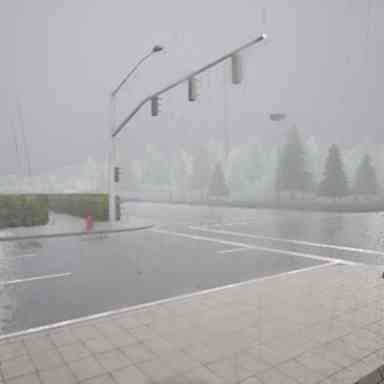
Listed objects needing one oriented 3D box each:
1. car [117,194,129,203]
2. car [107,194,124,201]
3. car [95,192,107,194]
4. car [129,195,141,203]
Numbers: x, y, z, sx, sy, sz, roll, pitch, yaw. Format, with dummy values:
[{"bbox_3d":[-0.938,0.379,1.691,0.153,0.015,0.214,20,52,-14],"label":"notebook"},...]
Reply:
[{"bbox_3d":[-14.611,1.545,64.700,1.895,1.301,4.718,0,0,-35],"label":"car"},{"bbox_3d":[-17.148,1.294,74.556,2.128,1.511,4.902,0,0,-35],"label":"car"},{"bbox_3d":[-20.048,1.002,72.596,2.150,2.045,5.566,0,0,-35],"label":"car"},{"bbox_3d":[-11.947,1.441,67.004,1.837,1.490,4.892,0,0,-35],"label":"car"}]
